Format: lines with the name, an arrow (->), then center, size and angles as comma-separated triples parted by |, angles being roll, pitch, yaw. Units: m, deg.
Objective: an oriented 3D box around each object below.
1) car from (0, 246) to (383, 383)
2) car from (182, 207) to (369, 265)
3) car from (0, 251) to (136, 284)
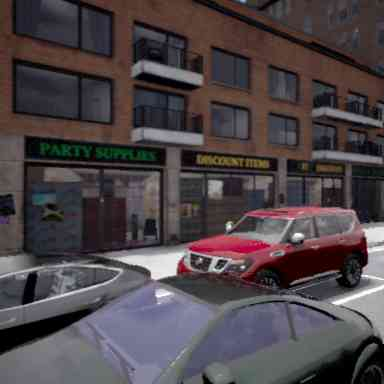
car -> -0.005, 1.563, 3.065 | 4.181, 1.385, 1.994 | 0, 0, -35
car -> 2.105, 1.313, 7.691 | 5.009, 1.841, 2.192 | 0, 0, -36
car -> -2.520, 1.566, 4.391 | 4.313, 1.339, 1.947 | 0, 0, -36
